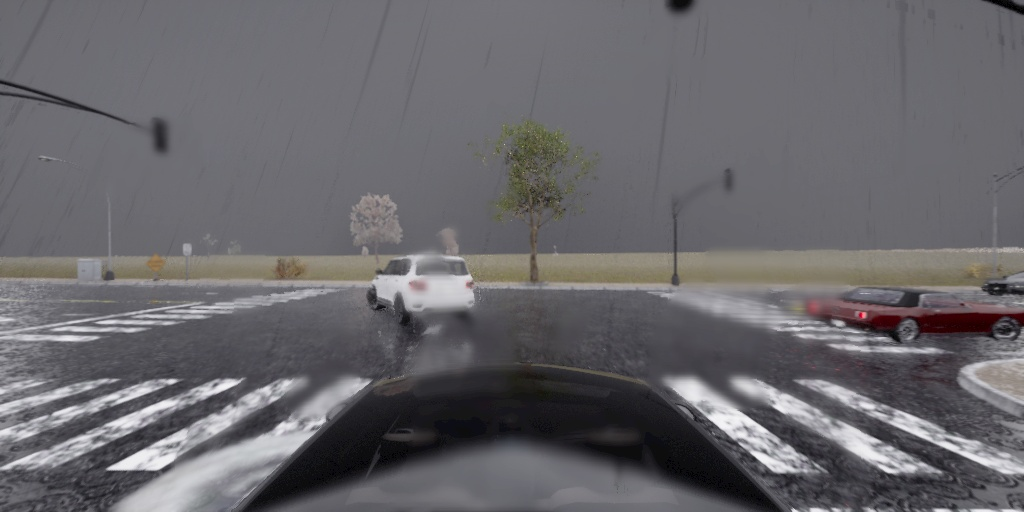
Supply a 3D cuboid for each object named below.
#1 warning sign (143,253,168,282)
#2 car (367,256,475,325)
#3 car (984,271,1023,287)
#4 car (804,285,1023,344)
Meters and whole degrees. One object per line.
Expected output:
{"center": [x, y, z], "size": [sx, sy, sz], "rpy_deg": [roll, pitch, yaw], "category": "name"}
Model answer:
{"center": [-23.266, 0.752, 23.424], "size": [1.060, 1.860, 1.300], "rpy_deg": [0, 0, 2], "category": "warning sign"}
{"center": [-3.306, 1.017, 12.473], "size": [2.150, 2.045, 5.566], "rpy_deg": [1, -1, -34], "category": "car"}
{"center": [28.112, 1.482, 18.922], "size": [4.892, 1.490, 1.837], "rpy_deg": [0, 0, 2], "category": "car"}
{"center": [10.866, 1.515, 9.745], "size": [4.718, 1.301, 1.895], "rpy_deg": [0, 0, -6], "category": "car"}
